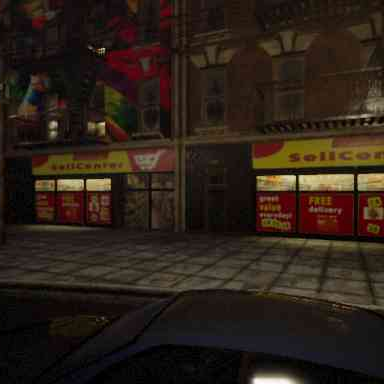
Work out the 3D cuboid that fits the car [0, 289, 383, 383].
[{"bbox_3d":[0.284,1.547,2.455,5.357,1.411,2.033,0,0,16],"label":"car"}]
